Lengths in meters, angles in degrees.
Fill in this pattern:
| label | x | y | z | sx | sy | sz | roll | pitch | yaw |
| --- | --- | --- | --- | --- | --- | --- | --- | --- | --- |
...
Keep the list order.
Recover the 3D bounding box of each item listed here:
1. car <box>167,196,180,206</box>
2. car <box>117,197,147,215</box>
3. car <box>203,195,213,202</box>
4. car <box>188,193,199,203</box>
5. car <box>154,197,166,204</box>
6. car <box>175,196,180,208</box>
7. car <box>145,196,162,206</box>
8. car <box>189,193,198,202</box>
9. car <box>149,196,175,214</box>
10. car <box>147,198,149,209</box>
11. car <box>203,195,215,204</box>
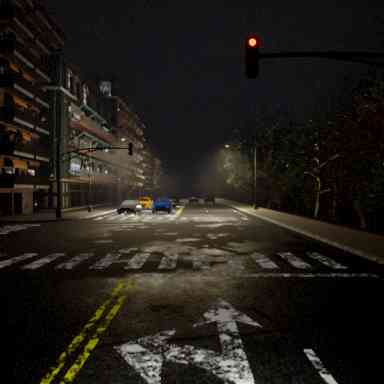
| label | x | y | z | sx | sy | sz | roll | pitch | yaw |
| --- | --- | --- | --- | --- | --- | --- | --- | --- | --- |
| car | -3.014 | 1.516 | 55.887 | 1.837 | 1.490 | 4.892 | 0 | 0 | 0 |
| car | -6.444 | 1.550 | 34.906 | 2.033 | 1.411 | 5.357 | 0 | 0 | 0 |
| car | 3.576 | 1.495 | 76.485 | 2.033 | 1.411 | 5.357 | 0 | 0 | 0 |
| car | 0.384 | 1.509 | 66.486 | 2.128 | 1.511 | 4.902 | 0 | 0 | 0 |
| car | -6.223 | 1.618 | 65.023 | 1.895 | 1.301 | 4.718 | 0 | 0 | 0 |
| car | -3.098 | 1.498 | 45.825 | 2.128 | 1.511 | 4.902 | 0 | 0 | 1 |
| car | -6.270 | 1.502 | 54.699 | 2.128 | 1.511 | 4.902 | 0 | 0 | 0 |
| car | 0.327 | 1.250 | 76.576 | 2.150 | 2.045 | 5.566 | 0 | 0 | 0 |
| car | -3.186 | 1.481 | 36.345 | 1.882 | 1.535 | 5.008 | 0 | 0 | 1 |
| car | -6.362 | 1.484 | 44.559 | 1.882 | 1.535 | 5.008 | 0 | 0 | 1 |
| car | 3.532 | 1.523 | 66.065 | 1.837 | 1.490 | 4.892 | 0 | 0 | 0 |
